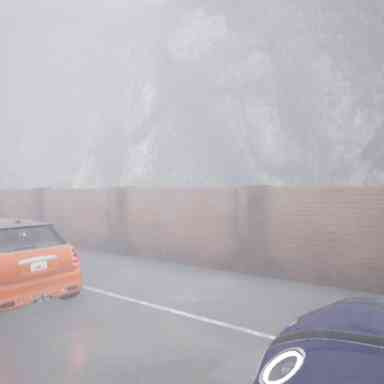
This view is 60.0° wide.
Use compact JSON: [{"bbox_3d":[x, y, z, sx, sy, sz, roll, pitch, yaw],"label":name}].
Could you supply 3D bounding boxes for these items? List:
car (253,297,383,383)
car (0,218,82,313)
[{"bbox_3d":[2.673,1.353,2.123,4.553,1.767,2.097,0,0,35],"label":"car"},{"bbox_3d":[-4.463,1.345,7.181,4.553,1.767,2.097,0,0,36],"label":"car"}]
